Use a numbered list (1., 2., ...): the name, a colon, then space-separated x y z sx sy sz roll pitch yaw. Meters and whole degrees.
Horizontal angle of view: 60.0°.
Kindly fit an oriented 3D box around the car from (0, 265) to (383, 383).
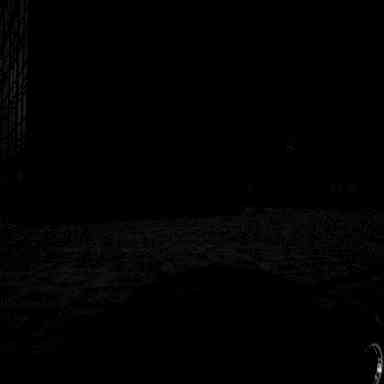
1. car: 0.283 1.581 3.578 4.181 1.385 1.994 1 0 -36
